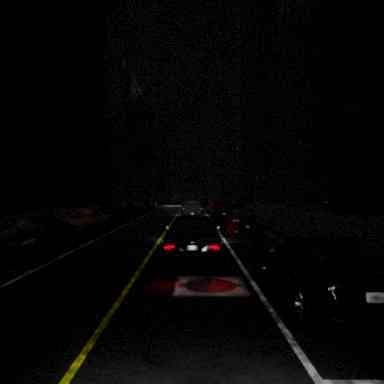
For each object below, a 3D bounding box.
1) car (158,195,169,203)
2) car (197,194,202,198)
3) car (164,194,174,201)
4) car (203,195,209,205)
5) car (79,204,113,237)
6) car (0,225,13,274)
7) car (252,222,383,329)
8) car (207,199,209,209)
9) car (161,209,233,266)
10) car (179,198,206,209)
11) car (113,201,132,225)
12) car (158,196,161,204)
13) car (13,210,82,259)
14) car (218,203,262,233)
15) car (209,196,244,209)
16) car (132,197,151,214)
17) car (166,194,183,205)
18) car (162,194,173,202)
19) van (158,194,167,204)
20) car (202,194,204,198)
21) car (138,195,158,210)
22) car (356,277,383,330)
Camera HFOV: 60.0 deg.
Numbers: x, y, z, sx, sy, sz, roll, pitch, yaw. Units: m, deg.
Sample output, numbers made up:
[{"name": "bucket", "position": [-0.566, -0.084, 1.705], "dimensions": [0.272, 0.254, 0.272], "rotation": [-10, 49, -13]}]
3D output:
[{"name": "car", "position": [-5.862, 1.456, 68.907], "dimensions": [1.967, 1.590, 4.097], "rotation": [0, 0, 0]}, {"name": "car", "position": [2.664, 1.572, 74.534], "dimensions": [1.887, 1.381, 4.507], "rotation": [0, 0, 0]}, {"name": "car", "position": [-5.863, 1.367, 85.826], "dimensions": [2.192, 1.841, 5.009], "rotation": [0, 0, 0]}, {"name": "car", "position": [2.668, 1.298, 35.063], "dimensions": [2.192, 1.841, 5.009], "rotation": [0, 0, 0]}, {"name": "car", "position": [-5.856, 1.510, 17.981], "dimensions": [1.752, 1.417, 4.829], "rotation": [0, 0, 0]}, {"name": "car", "position": [-5.855, 1.432, 6.872], "dimensions": [1.967, 1.590, 4.097], "rotation": [0, 0, 0]}, {"name": "car", "position": [2.670, 1.557, 6.868], "dimensions": [1.947, 1.339, 4.313], "rotation": [0, 0, 0]}, {"name": "car", "position": [2.668, 1.549, 29.423], "dimensions": [1.947, 1.339, 4.313], "rotation": [0, 0, 0]}, {"name": "car", "position": [0.025, 1.536, 11.401], "dimensions": [2.033, 1.411, 5.357], "rotation": [0, 0, 1]}, {"name": "car", "position": [0.052, 1.508, 29.327], "dimensions": [1.812, 1.442, 4.674], "rotation": [0, 0, 0]}, {"name": "car", "position": [-5.857, 1.549, 23.792], "dimensions": [1.947, 1.339, 4.313], "rotation": [0, 0, 0]}, {"name": "car", "position": [-5.858, 1.550, 46.350], "dimensions": [1.947, 1.339, 4.313], "rotation": [0, 0, 0]}, {"name": "car", "position": [-5.856, 1.569, 12.512], "dimensions": [1.802, 1.307, 4.206], "rotation": [0, 0, 0]}, {"name": "car", "position": [2.669, 1.529, 18.146], "dimensions": [1.887, 1.381, 4.507], "rotation": [0, 0, 0]}, {"name": "car", "position": [2.669, 1.298, 23.786], "dimensions": [2.192, 1.841, 5.009], "rotation": [0, 0, 0]}, {"name": "car", "position": [-5.858, 1.528, 35.070], "dimensions": [1.887, 1.381, 4.507], "rotation": [0, 0, 0]}, {"name": "car", "position": [-3.064, 1.519, 57.989], "dimensions": [1.812, 1.442, 4.674], "rotation": [0, 0, 0]}, {"name": "car", "position": [-5.862, 1.355, 80.187], "dimensions": [2.192, 1.841, 5.009], "rotation": [0, 0, 0]}, {"name": "van", "position": [-5.861, 1.345, 63.268], "dimensions": [1.690, 1.788, 3.998], "rotation": [0, 0, 0]}, {"name": "car", "position": [2.998, 1.466, 54.104], "dimensions": [1.882, 1.535, 5.008], "rotation": [0, 0, 0]}, {"name": "car", "position": [-5.858, 1.298, 40.710], "dimensions": [2.192, 1.841, 5.009], "rotation": [0, 0, 0]}, {"name": "car", "position": [2.671, 1.564, 1.231], "dimensions": [1.947, 1.339, 4.313], "rotation": [0, 0, 0]}]
